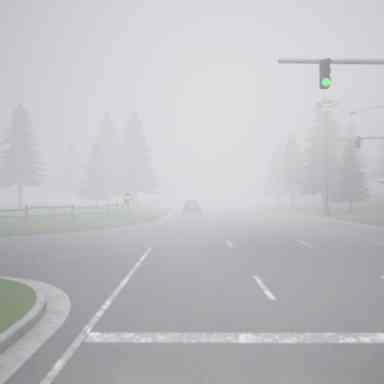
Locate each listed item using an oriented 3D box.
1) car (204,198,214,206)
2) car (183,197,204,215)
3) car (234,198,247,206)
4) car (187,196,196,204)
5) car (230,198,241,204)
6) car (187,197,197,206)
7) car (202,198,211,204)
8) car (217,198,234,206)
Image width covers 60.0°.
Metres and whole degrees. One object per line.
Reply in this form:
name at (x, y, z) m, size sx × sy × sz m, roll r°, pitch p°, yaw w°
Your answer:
car at (3.465, 2.188, 69.891) m, size 1.994 × 1.385 × 4.181 m, roll 0°, pitch -1°, yaw 0°
car at (-0.019, 1.710, 38.825) m, size 2.097 × 1.767 × 4.553 m, roll 0°, pitch -1°, yaw 0°
car at (10.465, 2.160, 69.895) m, size 1.812 × 1.442 × 4.674 m, roll 0°, pitch -1°, yaw 0°
car at (-0.040, 1.922, 79.865) m, size 2.097 × 1.767 × 4.553 m, roll 0°, pitch -1°, yaw 0°
car at (10.460, 2.120, 79.899) m, size 1.994 × 1.385 × 4.181 m, roll 0°, pitch -1°, yaw 0°
car at (-0.035, 1.991, 69.861) m, size 2.097 × 1.767 × 4.553 m, roll 0°, pitch -1°, yaw 0°
car at (3.460, 2.163, 79.925) m, size 1.895 × 1.301 × 4.718 m, roll 0°, pitch -1°, yaw 0°
car at (6.966, 2.171, 69.476) m, size 2.033 × 1.411 × 5.357 m, roll 0°, pitch -1°, yaw 0°
